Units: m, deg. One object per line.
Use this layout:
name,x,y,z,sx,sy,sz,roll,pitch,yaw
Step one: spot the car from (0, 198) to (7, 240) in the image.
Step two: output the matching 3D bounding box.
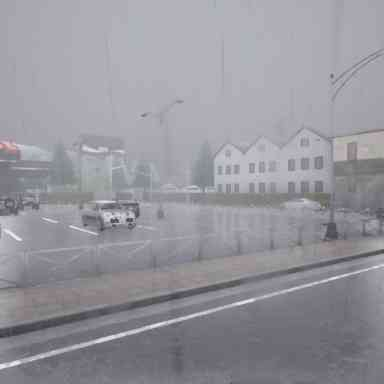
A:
car,-9.665,1.169,14.375,2.152,1.636,5.027,0,0,-36

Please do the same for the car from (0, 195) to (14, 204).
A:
car,-38.404,1.495,66.658,4.611,1.667,2.242,0,0,-36

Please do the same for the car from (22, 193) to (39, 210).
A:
car,-19.101,1.092,38.662,1.905,1.878,3.866,0,0,-36

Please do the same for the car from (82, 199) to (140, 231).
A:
car,-4.629,1.248,18.365,1.970,1.475,3.806,0,0,-36

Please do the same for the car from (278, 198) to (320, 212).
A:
car,11.229,1.349,35.107,1.812,1.442,4.674,0,0,-35

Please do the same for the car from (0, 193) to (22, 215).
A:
car,-17.207,1.113,30.348,1.932,1.855,4.605,0,0,-36

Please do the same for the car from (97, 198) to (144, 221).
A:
car,-5.742,1.313,26.231,2.007,1.523,4.514,0,0,-36

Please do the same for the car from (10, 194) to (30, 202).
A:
car,-38.162,1.328,73.786,3.866,1.878,1.905,0,0,-36
